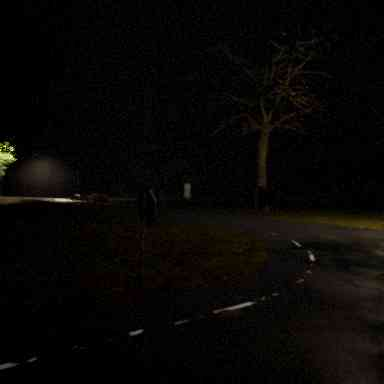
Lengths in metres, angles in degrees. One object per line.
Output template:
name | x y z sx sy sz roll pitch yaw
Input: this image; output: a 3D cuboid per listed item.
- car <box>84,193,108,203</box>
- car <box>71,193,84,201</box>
car | -14.742 0.870 51.972 1.882 1.535 5.008 3 -1 -35
car | -19.799 0.901 58.947 2.033 1.411 5.357 3 -2 -36
